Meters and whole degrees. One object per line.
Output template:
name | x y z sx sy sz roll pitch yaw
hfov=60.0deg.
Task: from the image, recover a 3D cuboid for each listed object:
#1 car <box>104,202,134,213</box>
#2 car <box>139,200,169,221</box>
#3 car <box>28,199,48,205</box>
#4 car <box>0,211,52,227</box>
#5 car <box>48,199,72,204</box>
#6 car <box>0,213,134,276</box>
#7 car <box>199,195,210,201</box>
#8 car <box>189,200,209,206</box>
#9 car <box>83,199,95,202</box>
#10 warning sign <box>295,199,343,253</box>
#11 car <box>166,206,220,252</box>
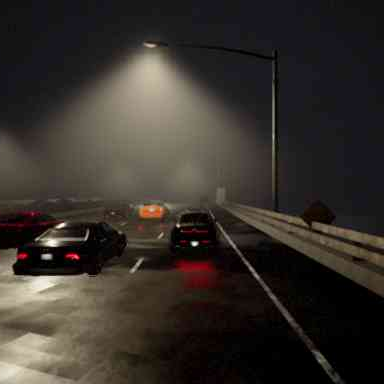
car | -6.663 1.652 30.754 1.882 1.535 5.008 0 0 1
car | -3.204 1.514 28.870 2.097 1.767 4.553 0 0 1
car | -23.800 1.866 52.597 2.033 1.411 5.357 0 0 2
car | -6.878 1.554 14.043 1.882 1.535 5.008 0 -1 1
car | -20.308 1.842 52.462 1.812 1.442 4.674 0 0 2
car | -3.429 1.604 10.446 2.033 1.411 5.357 0 0 1
car | 2.664 1.665 71.627 2.150 2.045 5.566 0 0 2
car | 0.317 1.732 29.760 1.994 1.385 4.181 0 0 1
car | -16.744 1.891 54.237 1.994 1.385 4.181 0 0 2
warning sign | 4.569 1.181 12.072 1.300 1.860 1.060 -1 -1 0
car | 0.128 1.584 14.310 1.837 1.490 4.892 0 0 1
